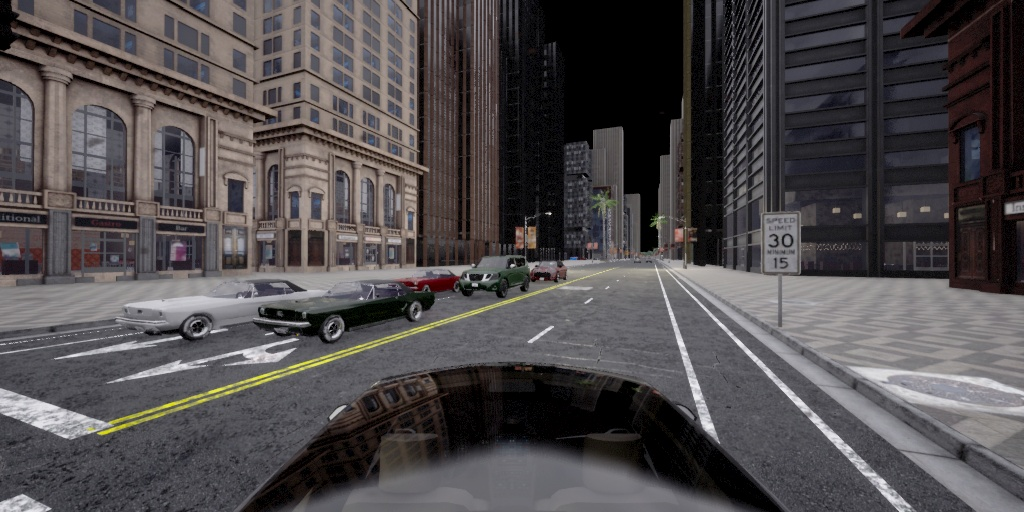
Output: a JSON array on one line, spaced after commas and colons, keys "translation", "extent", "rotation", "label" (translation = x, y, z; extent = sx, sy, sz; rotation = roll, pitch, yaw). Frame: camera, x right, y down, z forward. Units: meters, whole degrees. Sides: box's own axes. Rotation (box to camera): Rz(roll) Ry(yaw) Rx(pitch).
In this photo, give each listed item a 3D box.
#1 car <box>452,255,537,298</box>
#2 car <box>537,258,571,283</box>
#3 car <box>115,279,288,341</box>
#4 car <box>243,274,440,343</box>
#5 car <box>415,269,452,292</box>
[{"translation": [-0.705, 0.977, 19.072], "extent": [2.150, 2.045, 5.566], "rotation": [0, 0, 21], "label": "car"}, {"translation": [3.002, 1.116, 28.581], "extent": [2.097, 1.767, 4.553], "rotation": [0, 0, 21], "label": "car"}, {"translation": [-7.673, 1.352, 10.212], "extent": [1.895, 1.301, 4.718], "rotation": [0, 0, 21], "label": "car"}, {"translation": [-4.271, 1.352, 9.985], "extent": [1.895, 1.301, 4.718], "rotation": [0, 0, 24], "label": "car"}, {"translation": [-4.332, 1.356, 18.744], "extent": [1.895, 1.301, 4.718], "rotation": [0, 0, 21], "label": "car"}]
